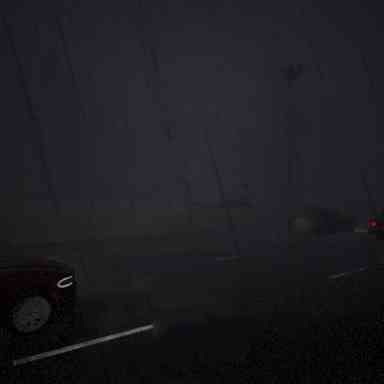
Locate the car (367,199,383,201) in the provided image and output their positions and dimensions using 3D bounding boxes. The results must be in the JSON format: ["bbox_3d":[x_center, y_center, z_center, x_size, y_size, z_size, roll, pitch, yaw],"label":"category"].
[{"bbox_3d":[31.451,1.313,57.110,2.128,1.511,4.902,0,0,39],"label":"car"}]

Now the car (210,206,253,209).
[{"bbox_3d":[3.108,1.418,28.395,5.008,1.535,1.882,0,0,-40],"label":"car"}]

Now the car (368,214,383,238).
[{"bbox_3d":[10.445,1.492,16.028,5.357,1.411,2.033,0,0,-39],"label":"car"}]

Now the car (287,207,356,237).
[{"bbox_3d":[6.965,1.514,17.757,4.181,1.385,1.994,0,0,-38],"label":"car"}]

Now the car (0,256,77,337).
[{"bbox_3d":[-4.333,1.480,4.955,5.008,1.535,1.882,0,0,-36],"label":"car"}]

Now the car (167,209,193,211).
[{"bbox_3d":[-0.316,1.472,30.117,4.674,1.442,1.812,0,0,-39],"label":"car"}]
